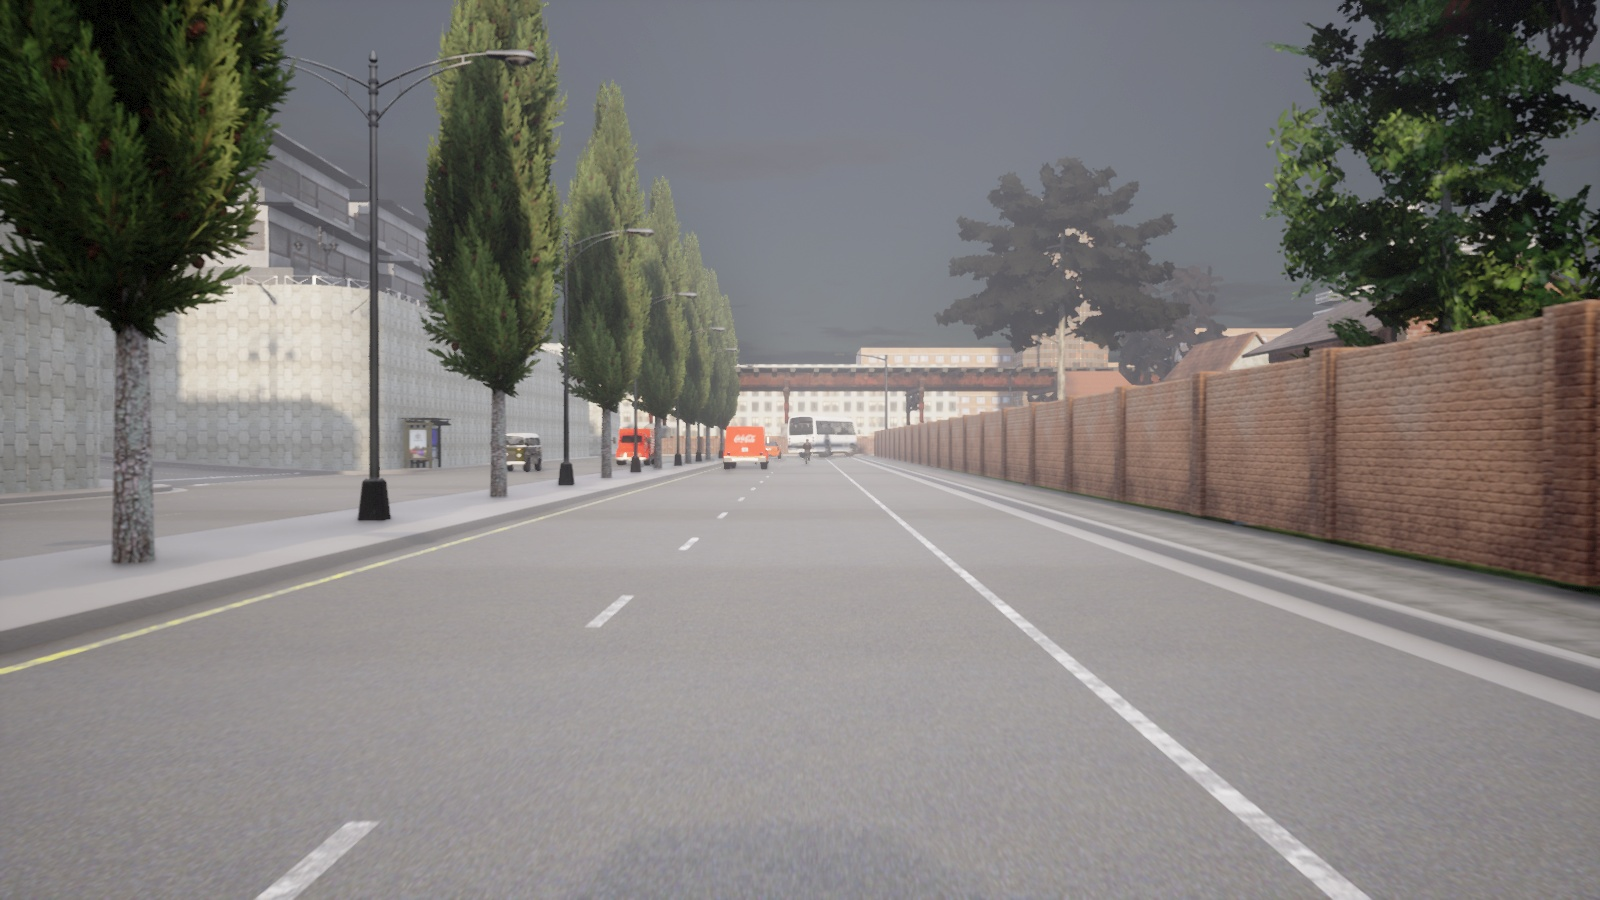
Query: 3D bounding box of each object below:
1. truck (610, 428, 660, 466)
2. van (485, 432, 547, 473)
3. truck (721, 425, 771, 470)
[{"bbox_3d":[-11.006,-0.223,84.169,2.627,2.467,5.204,0,0,0],"label":"truck"},{"bbox_3d":[-14.655,0.092,65.010,2.069,2.038,4.480,0,0,1],"label":"van"},{"bbox_3d":[-3.070,-0.153,72.861,2.627,2.467,5.204,0,0,0],"label":"truck"}]
